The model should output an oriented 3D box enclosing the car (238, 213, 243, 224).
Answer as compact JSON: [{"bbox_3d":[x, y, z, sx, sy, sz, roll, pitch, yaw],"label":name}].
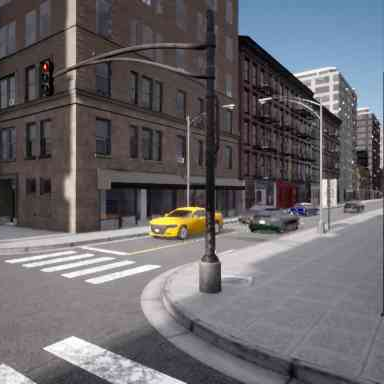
[{"bbox_3d":[5.533,1.704,25.949,2.033,1.411,5.357,0,0,35],"label":"car"}]

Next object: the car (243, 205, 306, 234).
[{"bbox_3d":[5.161,1.694,20.438,1.994,1.385,4.181,0,0,36],"label":"car"}]

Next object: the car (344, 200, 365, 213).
[{"bbox_3d":[20.350,1.780,41.646,1.837,1.490,4.892,0,0,35],"label":"car"}]

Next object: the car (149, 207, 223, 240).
[{"bbox_3d":[-0.208,1.576,17.891,1.882,1.535,5.008,0,0,35],"label":"car"}]

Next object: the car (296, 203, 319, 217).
[{"bbox_3d":[11.521,1.816,34.329,1.895,1.301,4.718,0,0,36],"label":"car"}]
